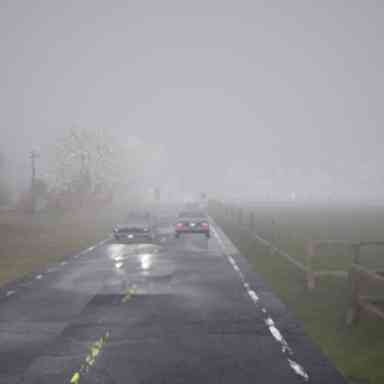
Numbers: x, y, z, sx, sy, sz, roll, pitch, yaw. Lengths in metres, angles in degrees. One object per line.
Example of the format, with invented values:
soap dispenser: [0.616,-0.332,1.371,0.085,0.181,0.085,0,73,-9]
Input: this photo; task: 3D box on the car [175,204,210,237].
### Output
car: [0.025,1.642,18.568,2.033,1.411,5.357,0,0,0]

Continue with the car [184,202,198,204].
car: [-0.022,1.731,36.160,1.994,1.385,4.181,0,0,0]

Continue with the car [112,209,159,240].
car: [-2.813,1.649,17.821,2.033,1.411,5.357,0,0,0]
